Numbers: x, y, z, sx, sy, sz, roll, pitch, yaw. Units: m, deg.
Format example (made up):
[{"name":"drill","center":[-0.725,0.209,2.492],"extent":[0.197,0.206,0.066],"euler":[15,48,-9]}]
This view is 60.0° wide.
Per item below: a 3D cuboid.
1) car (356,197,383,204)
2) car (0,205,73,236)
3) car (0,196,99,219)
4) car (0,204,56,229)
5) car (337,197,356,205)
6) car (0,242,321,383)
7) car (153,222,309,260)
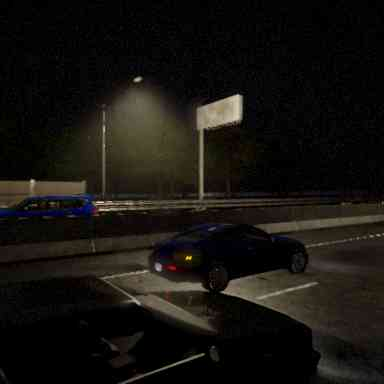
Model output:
[{"name":"car","center":[23.397,1.486,42.408],"extent":[4.892,1.490,1.837],"euler":[-1,0,-36]},{"name":"car","center":[-9.685,1.548,18.582],"extent":[5.357,1.411,2.033],"euler":[0,0,-36]},{"name":"car","center":[-7.280,1.221,15.999],"extent":[5.566,2.045,2.150],"euler":[0,0,-36]},{"name":"car","center":[-11.343,1.565,21.700],"extent":[4.181,1.385,1.994],"euler":[0,0,-36]},{"name":"car","center":[21.908,1.473,45.648],"extent":[4.902,1.511,2.128],"euler":[0,0,-36]},{"name":"car","center":[-1.174,1.548,2.908],"extent":[5.357,1.411,2.033],"euler":[0,0,-35]},{"name":"car","center":[1.111,1.524,8.846],"extent":[4.674,1.442,1.812],"euler":[0,0,-36]}]
